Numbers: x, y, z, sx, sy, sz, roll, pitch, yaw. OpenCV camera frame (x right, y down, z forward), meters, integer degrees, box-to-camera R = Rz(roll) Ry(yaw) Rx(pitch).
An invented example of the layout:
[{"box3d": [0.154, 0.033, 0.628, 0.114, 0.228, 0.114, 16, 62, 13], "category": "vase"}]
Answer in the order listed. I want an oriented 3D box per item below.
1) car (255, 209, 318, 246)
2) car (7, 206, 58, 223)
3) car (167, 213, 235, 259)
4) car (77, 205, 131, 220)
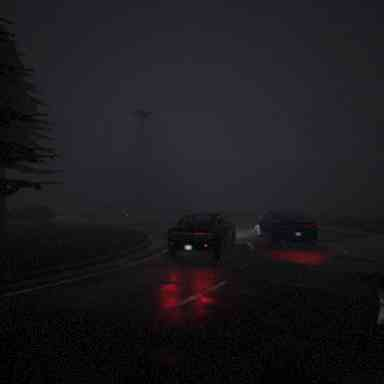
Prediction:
[{"box3d": [4.353, 1.558, 15.874, 1.882, 1.535, 5.008, 0, 0, 1], "category": "car"}, {"box3d": [-13.471, 1.735, 26.826, 4.902, 1.511, 2.128, 0, -1, -12], "category": "car"}, {"box3d": [0.529, 1.574, 13.022, 2.128, 1.511, 4.902, 0, 0, 15], "category": "car"}, {"box3d": [-8.136, 1.841, 30.712, 4.718, 1.301, 1.895, 0, 0, 12], "category": "car"}]
